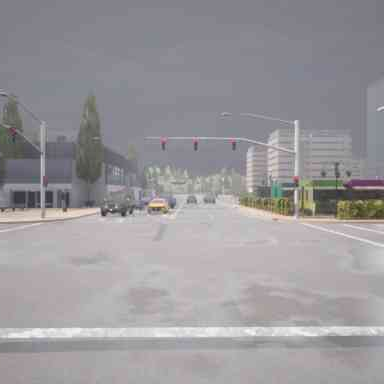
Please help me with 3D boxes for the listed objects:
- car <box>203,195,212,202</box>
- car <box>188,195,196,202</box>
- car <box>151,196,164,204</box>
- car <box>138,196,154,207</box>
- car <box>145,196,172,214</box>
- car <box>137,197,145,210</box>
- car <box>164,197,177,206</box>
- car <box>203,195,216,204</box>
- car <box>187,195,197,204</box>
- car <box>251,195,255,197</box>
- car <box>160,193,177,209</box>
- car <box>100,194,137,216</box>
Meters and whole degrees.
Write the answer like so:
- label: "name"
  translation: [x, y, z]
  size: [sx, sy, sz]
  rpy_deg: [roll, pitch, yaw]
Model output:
- label: "car"
  translation: [3.483, 1.397, 74.009]
  size: [1.812, 1.442, 4.674]
  rpy_deg: [0, 0, 0]
- label: "car"
  translation: [-0.017, 1.372, 74.007]
  size: [1.837, 1.490, 4.892]
  rpy_deg: [0, 0, 0]
- label: "car"
  translation: [-7.023, 1.547, 67.430]
  size: [2.033, 1.411, 5.357]
  rpy_deg: [0, 0, 0]
- label: "car"
  translation: [-7.101, 1.477, 52.041]
  size: [1.882, 1.535, 5.008]
  rpy_deg: [0, 0, 0]
- label: "car"
  translation: [-3.599, 1.477, 36.168]
  size: [1.882, 1.535, 5.008]
  rpy_deg: [0, 0, 0]
- label: "car"
  translation: [-7.101, 1.564, 41.643]
  size: [1.994, 1.385, 4.181]
  rpy_deg: [0, 0, 0]
- label: "car"
  translation: [-3.597, 1.564, 56.027]
  size: [1.994, 1.385, 4.181]
  rpy_deg: [0, 0, 0]
- label: "car"
  translation: [3.486, 1.491, 63.734]
  size: [2.128, 1.511, 4.902]
  rpy_deg: [0, 0, 0]
- label: "car"
  translation: [-0.014, 1.491, 63.733]
  size: [2.128, 1.511, 4.902]
  rpy_deg: [0, 0, 0]
- label: "car"
  translation: [17.749, 1.153, 86.905]
  size: [4.605, 1.855, 1.932]
  rpy_deg: [0, 0, -2]
- label: "car"
  translation: [-3.598, 1.221, 46.087]
  size: [2.150, 2.045, 5.566]
  rpy_deg: [0, 0, 0]
- label: "car"
  translation: [-7.126, 1.221, 32.239]
  size: [2.150, 2.045, 5.566]
  rpy_deg: [0, 0, 1]
